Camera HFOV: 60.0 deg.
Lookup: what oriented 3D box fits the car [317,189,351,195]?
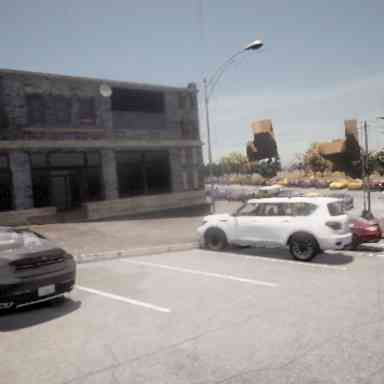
[{"bbox_3d":[13.772,0.962,31.282,2.163,1.488,4.792,0,7,40],"label":"car"}]

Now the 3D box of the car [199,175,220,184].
[{"bbox_3d":[4.819,-3.377,89.125,5.566,2.045,2.435,-7,6,-44],"label":"car"}]

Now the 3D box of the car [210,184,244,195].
[{"bbox_3d":[5.138,0.228,47.154,2.002,1.452,4.674,0,6,42],"label":"car"}]

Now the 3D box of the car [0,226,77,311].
[{"bbox_3d":[-4.510,1.487,7.216,4.892,1.521,2.231,-1,-1,35],"label":"car"}]

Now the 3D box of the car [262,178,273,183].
[{"bbox_3d":[16.340,-2.022,65.087,2.185,1.767,4.553,2,6,43],"label":"car"}]

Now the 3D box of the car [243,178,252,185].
[{"bbox_3d":[13.651,-2.125,70.341,2.163,1.488,4.792,2,6,44],"label":"car"}]

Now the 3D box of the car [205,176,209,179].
[{"bbox_3d":[5.919,-2.969,86.289,5.366,1.575,1.946,-7,6,-44],"label":"car"}]

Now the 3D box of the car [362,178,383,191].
[{"bbox_3d":[26.073,-1.145,46.789,2.185,1.767,4.553,1,5,41],"label":"car"}]

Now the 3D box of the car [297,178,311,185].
[{"bbox_3d":[20.419,-1.471,57.206,2.002,1.452,4.674,1,5,42],"label":"car"}]

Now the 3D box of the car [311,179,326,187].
[{"bbox_3d":[21.818,-1.347,54.599,2.002,1.452,4.674,1,5,42],"label":"car"}]

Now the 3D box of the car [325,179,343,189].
[{"bbox_3d":[23.114,-1.251,51.856,1.946,1.575,5.366,1,6,42],"label":"car"}]

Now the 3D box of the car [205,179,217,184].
[{"bbox_3d":[0.942,-0.449,55.180,2.435,2.045,5.566,0,6,43],"label":"car"}]

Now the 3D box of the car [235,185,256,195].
[{"bbox_3d":[8.006,0.437,41.839,2.231,1.521,4.892,0,6,41],"label":"car"}]

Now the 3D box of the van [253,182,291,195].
[{"bbox_3d":[9.529,0.320,39.271,1.878,1.987,4.442,0,6,41],"label":"van"}]

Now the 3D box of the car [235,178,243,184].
[{"bbox_3d":[12.385,-2.265,73.052,2.163,1.488,4.792,1,6,44],"label":"car"}]

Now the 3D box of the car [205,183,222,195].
[{"bbox_3d":[2.334,-0.027,52.495,2.002,1.452,4.674,1,7,42],"label":"car"}]

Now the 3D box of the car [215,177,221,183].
[{"bbox_3d":[8.511,-2.825,81.010,4.553,1.767,2.185,-7,6,-45],"label":"car"}]

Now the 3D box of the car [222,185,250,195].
[{"bbox_3d":[6.575,0.352,44.496,2.002,1.452,4.674,1,7,41],"label":"car"}]

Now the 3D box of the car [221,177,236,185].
[{"bbox_3d":[9.793,-2.563,78.356,2.097,1.535,5.008,1,6,45],"label":"car"}]

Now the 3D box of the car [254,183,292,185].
[{"bbox_3d":[11.235,-0.065,45.875,1.837,1.490,4.892,-6,5,-28],"label":"car"}]

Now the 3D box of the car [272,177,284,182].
[{"bbox_3d":[17.796,-1.784,62.582,1.946,1.575,5.366,1,5,43],"label":"car"}]

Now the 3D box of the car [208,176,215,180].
[{"bbox_3d":[7.283,-2.840,83.725,4.892,1.521,2.231,-7,6,-44],"label":"car"}]

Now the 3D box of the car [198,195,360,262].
[{"bbox_3d":[2.899,1.237,12.417,5.566,2.045,2.435,-1,-1,35],"label":"car"}]

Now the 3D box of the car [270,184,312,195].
[{"bbox_3d":[10.918,0.555,36.535,2.185,1.767,4.553,0,6,40],"label":"car"}]

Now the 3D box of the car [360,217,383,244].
[{"bbox_3d":[5.401,1.528,14.134,4.674,1.452,2.002,-1,-1,35],"label":"car"}]

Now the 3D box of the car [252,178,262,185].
[{"bbox_3d":[14.980,-2.025,67.715,2.097,1.535,5.008,1,6,44],"label":"car"}]

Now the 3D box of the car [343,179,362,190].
[{"bbox_3d":[24.781,-1.162,49.545,1.946,1.575,5.366,1,5,41],"label":"car"}]

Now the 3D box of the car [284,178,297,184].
[{"bbox_3d":[19.010,-1.760,59.790,2.185,1.767,4.553,1,5,43],"label":"car"}]

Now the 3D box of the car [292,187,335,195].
[{"bbox_3d":[12.560,0.771,34.086,1.946,1.575,5.366,0,6,40],"label":"car"}]
